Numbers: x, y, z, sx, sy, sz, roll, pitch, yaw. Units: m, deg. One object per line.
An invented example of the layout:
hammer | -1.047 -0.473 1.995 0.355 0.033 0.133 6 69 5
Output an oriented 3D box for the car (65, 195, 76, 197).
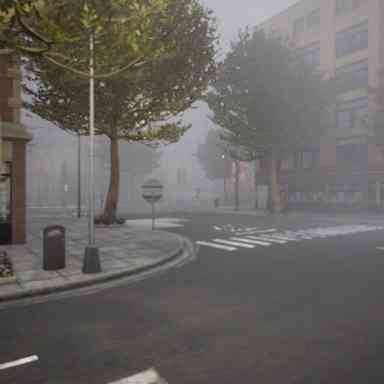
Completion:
car | -26.393 1.411 73.891 4.786 1.482 2.161 0 0 -36

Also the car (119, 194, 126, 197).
car | -18.863 1.316 84.334 4.674 1.452 2.002 0 0 -36
